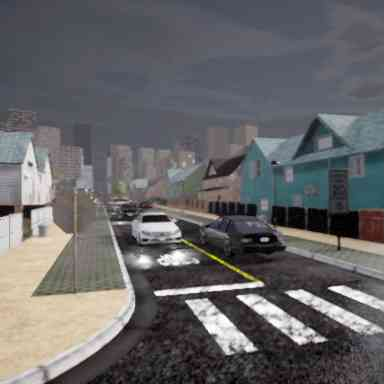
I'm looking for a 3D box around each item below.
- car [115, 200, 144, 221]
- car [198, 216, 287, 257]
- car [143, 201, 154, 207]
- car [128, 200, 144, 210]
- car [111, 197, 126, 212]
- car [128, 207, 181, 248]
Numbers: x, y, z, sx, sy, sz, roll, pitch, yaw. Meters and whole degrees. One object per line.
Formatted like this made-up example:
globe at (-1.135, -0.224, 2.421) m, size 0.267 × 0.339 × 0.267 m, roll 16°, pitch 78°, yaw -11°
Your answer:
car at (-5.927, 1.815, 31.068) m, size 1.837 × 1.490 × 4.892 m, roll 0°, pitch -1°, yaw -15°
car at (1.798, 1.673, 13.628) m, size 2.033 × 1.411 × 5.357 m, roll 0°, pitch 0°, yaw -15°
car at (-6.129, 1.894, 42.836) m, size 1.837 × 1.490 × 4.892 m, roll 0°, pitch 0°, yaw -16°
car at (-8.828, 2.041, 52.415) m, size 1.994 × 1.385 × 4.181 m, roll 0°, pitch 0°, yaw -15°
car at (-10.149, 1.778, 46.824) m, size 2.150 × 2.045 × 5.566 m, roll 0°, pitch 0°, yaw -15°
car at (-1.839, 1.699, 16.106) m, size 1.812 × 1.442 × 4.674 m, roll 0°, pitch 0°, yaw -15°
